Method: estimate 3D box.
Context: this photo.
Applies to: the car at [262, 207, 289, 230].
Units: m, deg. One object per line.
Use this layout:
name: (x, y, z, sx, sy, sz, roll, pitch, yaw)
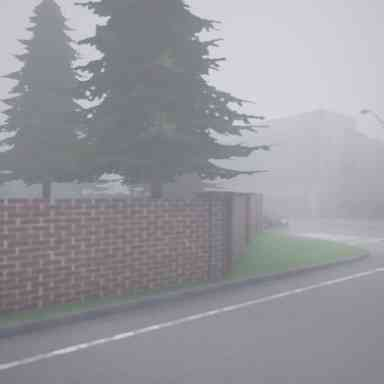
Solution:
car: (4.805, 1.851, 24.233, 2.128, 1.511, 4.902, 1, 0, -35)
